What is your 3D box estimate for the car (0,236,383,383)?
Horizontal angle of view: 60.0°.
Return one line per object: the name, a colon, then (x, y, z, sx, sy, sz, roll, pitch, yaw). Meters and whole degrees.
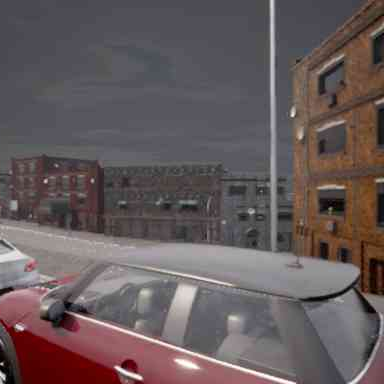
car: (-0.316, 1.340, 3.478, 4.553, 1.767, 2.185, 0, 0, 36)
